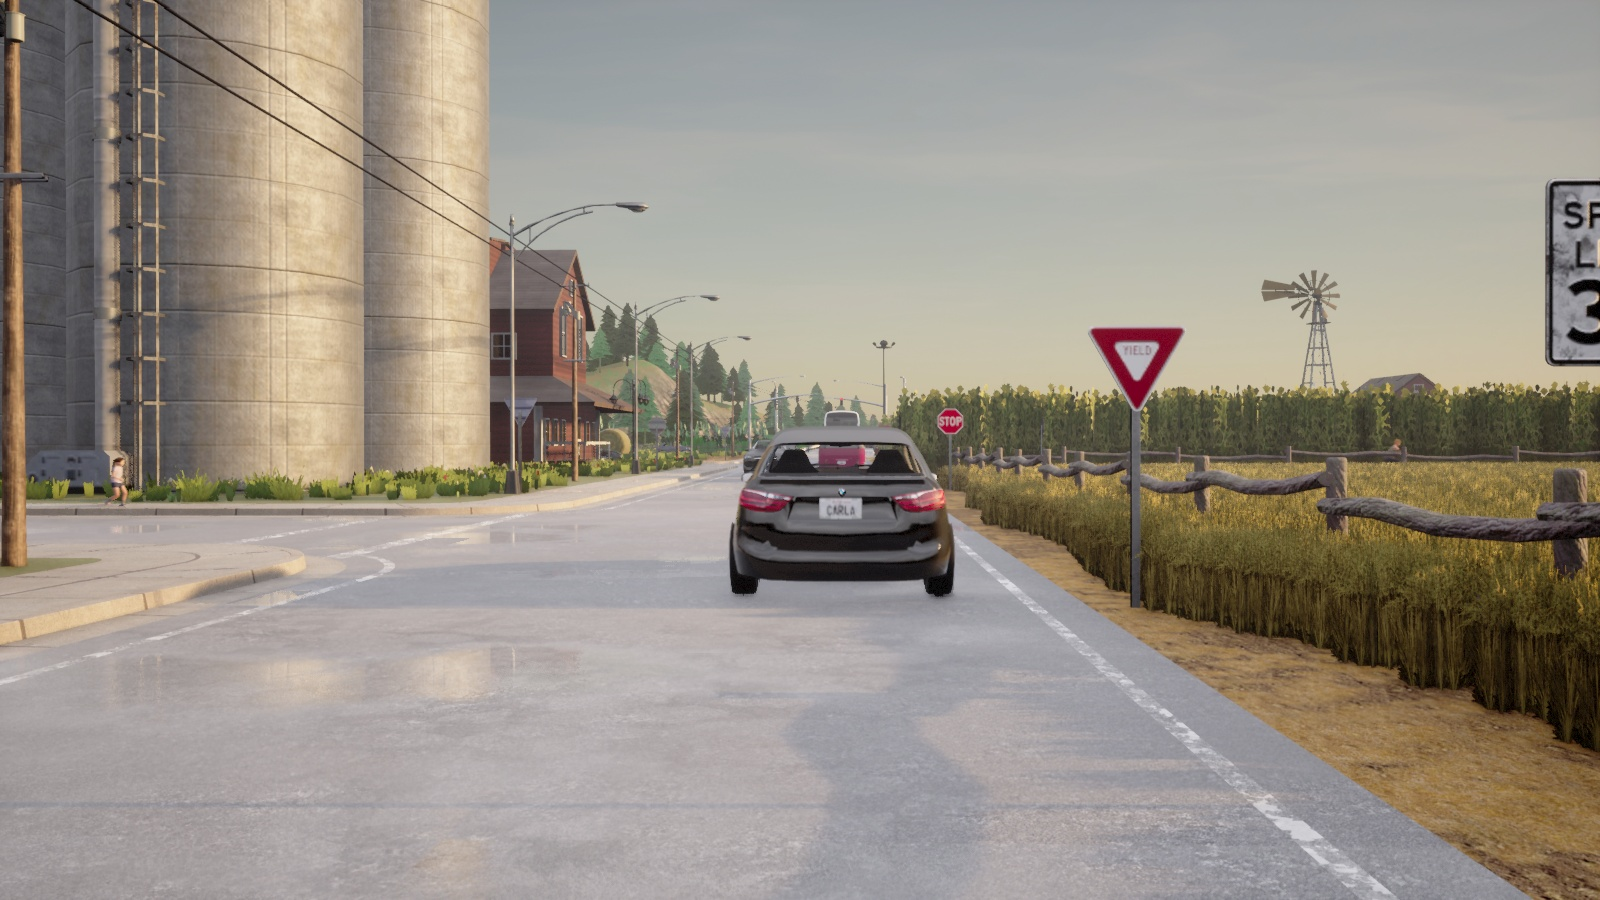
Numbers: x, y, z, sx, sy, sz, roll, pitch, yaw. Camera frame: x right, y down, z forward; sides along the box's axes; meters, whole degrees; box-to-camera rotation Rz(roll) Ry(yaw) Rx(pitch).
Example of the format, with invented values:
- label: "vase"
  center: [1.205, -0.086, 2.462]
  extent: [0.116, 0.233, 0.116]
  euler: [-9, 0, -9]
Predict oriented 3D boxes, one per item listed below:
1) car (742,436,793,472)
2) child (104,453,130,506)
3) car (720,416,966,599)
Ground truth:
- label: "car"
  center: [-1.501, 0.186, 59.870]
  extent: [2.152, 1.651, 5.027]
  euler: [0, 0, 2]
- label: "child"
  center: [-14.360, 0.621, 26.413]
  extent: [0.394, 1.110, 0.255]
  euler: [0, 0, 5]
- label: "car"
  center: [0.435, 0.513, 13.778]
  extent: [2.242, 1.667, 4.611]
  euler: [0, 0, 1]
